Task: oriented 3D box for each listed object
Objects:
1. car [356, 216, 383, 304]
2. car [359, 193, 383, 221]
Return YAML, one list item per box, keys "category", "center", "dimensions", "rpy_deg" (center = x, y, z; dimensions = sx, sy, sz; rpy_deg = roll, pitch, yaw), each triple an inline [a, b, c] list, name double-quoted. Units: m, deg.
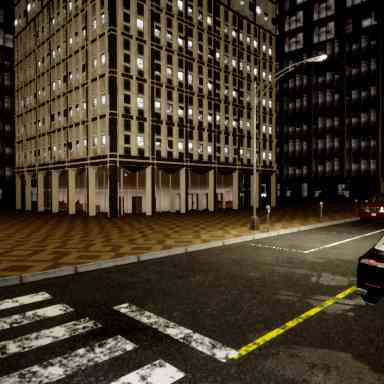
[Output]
- category: "car"
  center: [5.080, 1.410, 6.937]
  dimensions: [4.902, 1.511, 2.128]
  rpy_deg: [-1, 1, -44]
- category: "car"
  center: [12.799, 1.022, 21.877]
  dimensions: [5.009, 1.841, 2.192]
  rpy_deg: [-1, 1, -44]
